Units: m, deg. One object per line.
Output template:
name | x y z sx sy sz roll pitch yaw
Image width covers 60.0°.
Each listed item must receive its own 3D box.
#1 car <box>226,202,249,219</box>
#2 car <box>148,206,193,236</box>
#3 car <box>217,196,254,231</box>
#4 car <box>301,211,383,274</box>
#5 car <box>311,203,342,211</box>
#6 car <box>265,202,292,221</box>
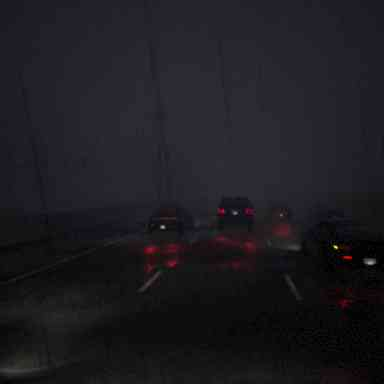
car | 4.295 1.664 31.146 1.994 1.385 4.181 0 0 9
car | -1.097 1.540 18.928 2.128 1.511 4.902 0 0 8
car | 2.818 1.290 21.463 2.150 2.045 5.566 0 0 8
car | 4.766 1.571 10.611 1.812 1.442 4.674 0 0 8
car | 10.631 1.633 26.287 1.812 1.442 4.674 0 0 9
car | 7.501 1.609 28.970 1.837 1.490 4.892 0 0 9
